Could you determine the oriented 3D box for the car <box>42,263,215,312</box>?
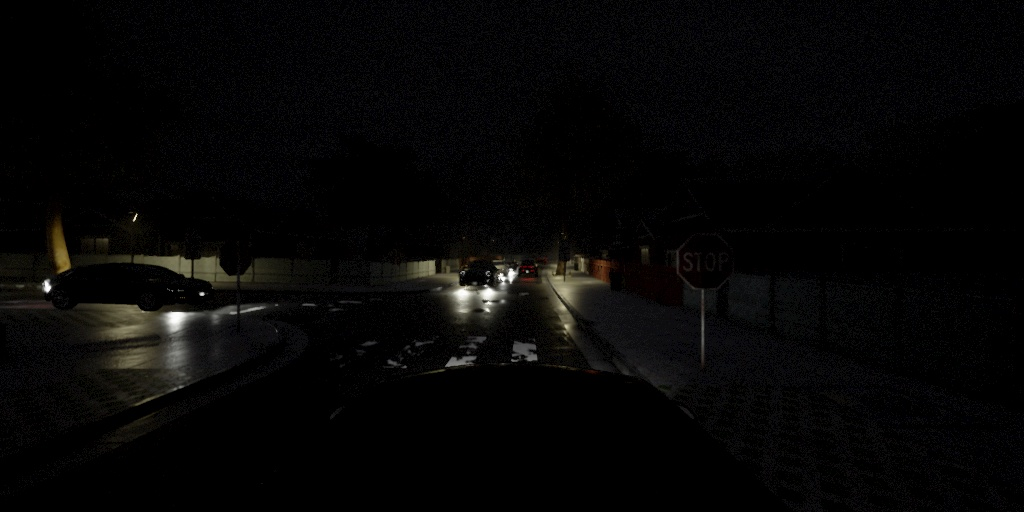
[{"bbox_3d":[-12.987,1.009,12.311,4.892,1.490,1.837,1,0,2],"label":"car"}]

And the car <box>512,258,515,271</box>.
[{"bbox_3d":[-0.375,1.036,44.678,2.128,1.511,4.902,0,0,6],"label":"car"}]

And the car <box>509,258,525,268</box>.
[{"bbox_3d":[0.863,1.060,54.744,1.895,1.301,4.718,0,1,8],"label":"car"}]

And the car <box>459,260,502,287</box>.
[{"bbox_3d":[-2.109,1.053,23.705,2.097,1.767,4.553,0,0,3],"label":"car"}]

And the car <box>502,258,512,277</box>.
[{"bbox_3d":[-1.344,1.152,34.586,1.812,1.442,4.674,0,0,5],"label":"car"}]

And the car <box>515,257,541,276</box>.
[{"bbox_3d":[1.605,1.127,34.684,1.837,1.490,4.892,0,0,5],"label":"car"}]
